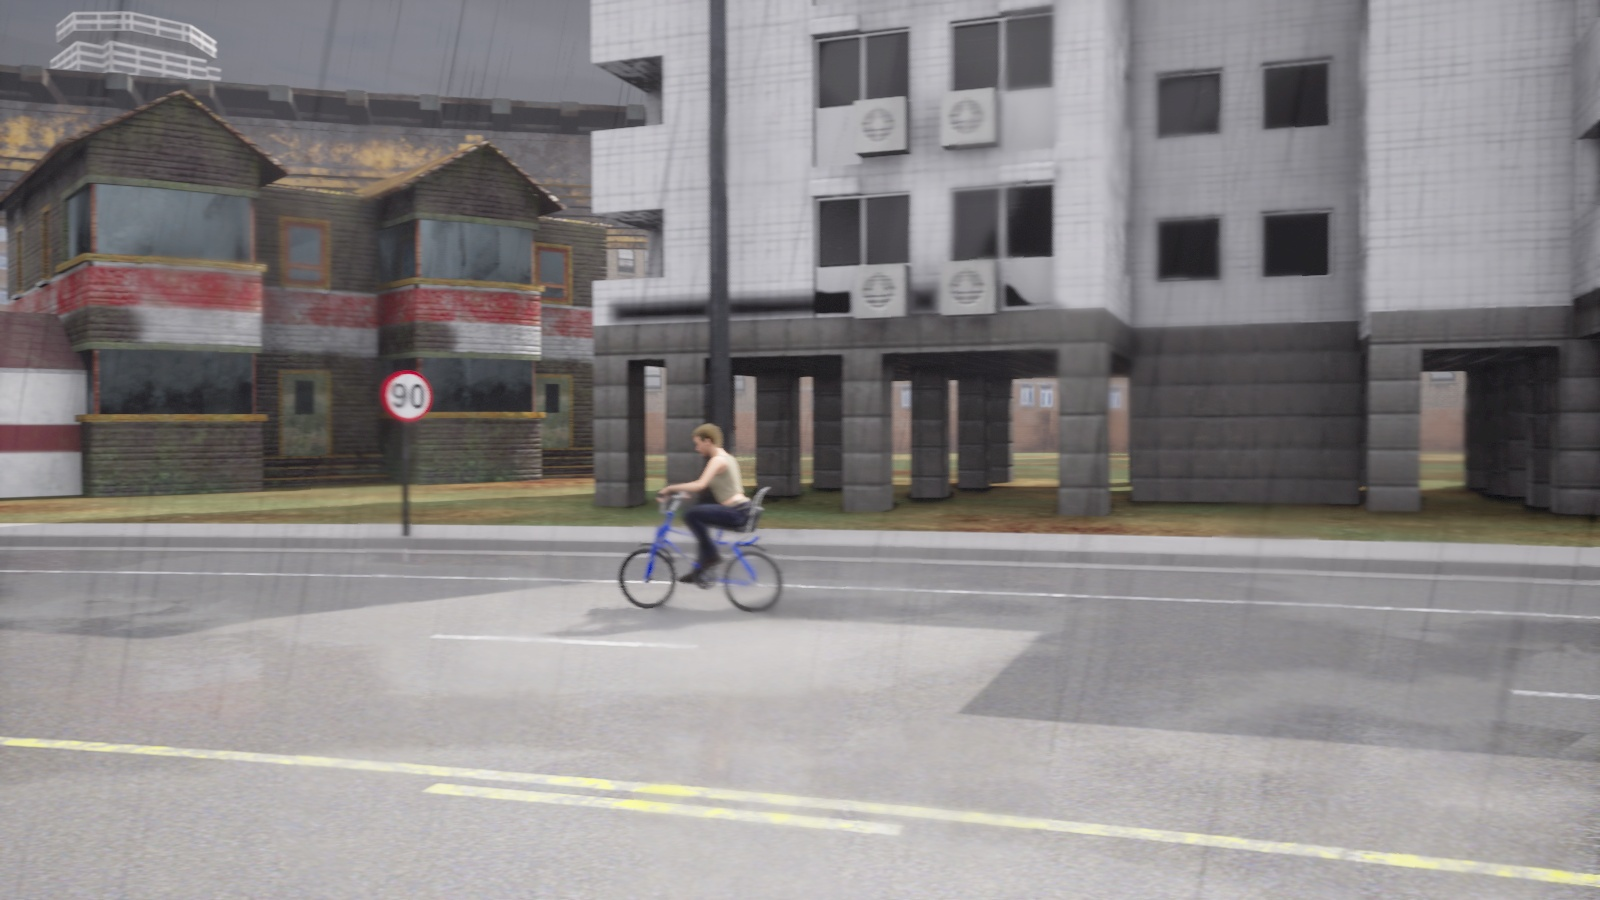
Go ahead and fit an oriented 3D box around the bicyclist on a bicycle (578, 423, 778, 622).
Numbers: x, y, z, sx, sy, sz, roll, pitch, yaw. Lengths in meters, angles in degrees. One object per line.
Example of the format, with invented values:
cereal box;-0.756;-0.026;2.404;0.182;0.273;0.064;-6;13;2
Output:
bicyclist on a bicycle;-1.033;0.576;10.809;1.509;1.612;0.866;0;1;15
